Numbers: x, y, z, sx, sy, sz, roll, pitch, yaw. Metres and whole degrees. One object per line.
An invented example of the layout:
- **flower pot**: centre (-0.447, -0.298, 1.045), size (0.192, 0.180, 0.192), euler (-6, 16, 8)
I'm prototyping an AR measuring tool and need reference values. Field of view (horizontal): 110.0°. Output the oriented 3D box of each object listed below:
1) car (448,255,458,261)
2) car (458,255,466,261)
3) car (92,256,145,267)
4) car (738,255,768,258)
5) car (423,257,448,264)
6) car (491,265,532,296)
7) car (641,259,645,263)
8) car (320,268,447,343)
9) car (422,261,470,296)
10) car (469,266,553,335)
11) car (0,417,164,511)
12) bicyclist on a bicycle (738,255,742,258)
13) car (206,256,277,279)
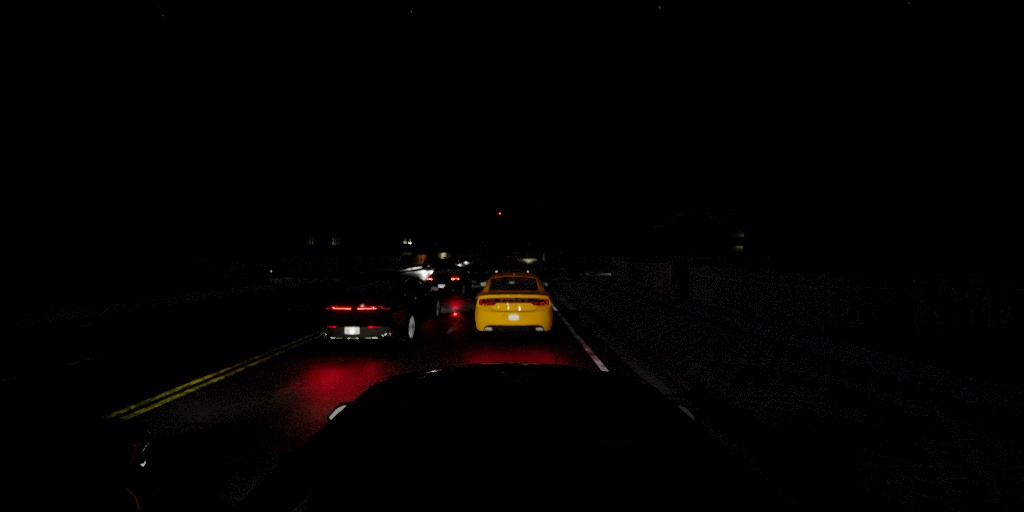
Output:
- **car**: centre (-9.930, 0.889, 54.640), size (1.994, 1.385, 4.181), euler (0, 1, 0)
- **car**: centre (-9.914, 0.641, 63.947), size (1.882, 1.535, 5.008), euler (0, 1, 0)
- **car**: centre (-34.132, 1.052, 31.763), size (5.566, 2.045, 2.150), euler (0, 1, 4)
- **car**: centre (22.771, 0.728, 34.778), size (4.553, 1.767, 2.097), euler (0, 1, -2)
- **car**: centre (-9.918, 0.922, 45.159), size (2.128, 1.511, 4.902), euler (0, 1, 0)
- **car**: centre (0.008, 1.243, 19.364), size (1.994, 1.385, 4.181), euler (0, 0, 1)
- **car**: centre (12.793, 1.004, 34.519), size (5.357, 1.411, 2.033), euler (-1, 1, -6)
- **car**: centre (-3.190, 1.237, 9.590), size (1.837, 1.490, 4.892), euler (0, 0, 0)
- **car**: centre (-3.248, 1.208, 18.899), size (1.812, 1.442, 4.674), euler (0, 0, 1)
- **car**: centre (0.062, 1.207, 10.475), size (1.882, 1.535, 5.008), euler (0, 0, 0)
- **car**: centre (-3.149, 1.228, 0.180), size (1.882, 1.535, 5.008), euler (0, 0, 0)
- **bicyclist on a bicycle**: centre (18.406, 0.776, 28.792), size (0.582, 1.620, 1.656), euler (0, 0, -2)
- **car**: centre (-23.643, 0.985, 31.179), size (5.566, 2.045, 2.150), euler (0, 1, 2)
